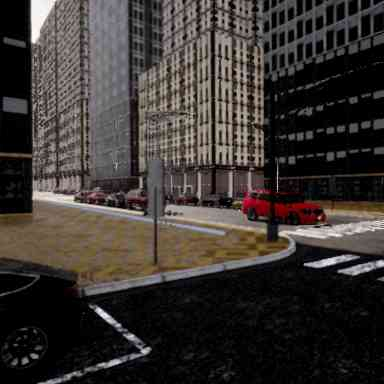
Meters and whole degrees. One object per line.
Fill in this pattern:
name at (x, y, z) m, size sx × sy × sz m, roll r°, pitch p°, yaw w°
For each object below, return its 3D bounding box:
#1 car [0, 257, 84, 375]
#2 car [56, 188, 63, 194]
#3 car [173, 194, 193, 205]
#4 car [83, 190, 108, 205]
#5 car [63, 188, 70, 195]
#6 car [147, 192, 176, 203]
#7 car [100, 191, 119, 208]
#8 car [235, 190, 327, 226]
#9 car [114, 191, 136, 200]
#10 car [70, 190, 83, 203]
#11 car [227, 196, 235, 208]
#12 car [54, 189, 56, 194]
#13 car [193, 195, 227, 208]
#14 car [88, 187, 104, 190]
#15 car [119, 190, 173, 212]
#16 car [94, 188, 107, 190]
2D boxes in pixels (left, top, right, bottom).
car at (-3.546, 1.570, 4.033) m, size 4.313 × 1.339 × 1.947 m, roll 0°, pitch 0°, yaw -35°
car at (-30.649, -0.237, 80.477) m, size 1.967 × 1.590 × 4.097 m, roll 1°, pitch 1°, yaw -36°
car at (-0.818, 0.839, 39.636) m, size 1.802 × 1.307 × 4.206 m, roll 1°, pitch 1°, yaw -36°
car at (-10.894, 0.776, 39.223) m, size 1.887 × 1.381 × 4.507 m, roll 1°, pitch 1°, yaw -36°
car at (-27.336, -0.029, 75.940) m, size 1.887 × 1.381 × 4.507 m, roll 1°, pitch 1°, yaw -36°
car at (-4.133, 0.719, 44.173) m, size 1.947 × 1.339 × 4.313 m, roll 1°, pitch 1°, yaw -36°
car at (-7.580, 0.902, 34.687) m, size 1.947 × 1.339 × 4.313 m, roll 1°, pitch 1°, yaw -36°
car at (5.640, 0.975, 21.122) m, size 2.150 × 2.045 × 5.566 m, roll -1°, pitch 3°, yaw -36°
car at (-10.762, 0.510, 53.250) m, size 1.947 × 1.339 × 4.313 m, roll 1°, pitch 1°, yaw -36°
car at (-14.209, 0.709, 43.761) m, size 1.802 × 1.307 × 4.206 m, roll 1°, pitch 1°, yaw -36°
car at (5.780, 0.987, 30.751) m, size 1.752 × 1.417 × 4.829 m, roll 1°, pitch 1°, yaw -36°
car at (-33.963, -0.340, 85.014) m, size 1.967 × 1.590 × 4.097 m, roll 1°, pitch 1°, yaw -36°
car at (2.497, 0.927, 35.098) m, size 1.947 × 1.339 × 4.313 m, roll 1°, pitch 1°, yaw -36°
car at (-17.387, 0.052, 62.323) m, size 2.192 × 1.841 × 5.009 m, roll 1°, pitch 1°, yaw -36°
car at (-4.261, 0.755, 30.147) m, size 2.192 × 1.841 × 5.009 m, roll 1°, pitch 1°, yaw -36°
car at (-11.159, 0.559, 44.122) m, size 1.882 × 1.535 × 5.008 m, roll -1°, pitch 2°, yaw -36°
